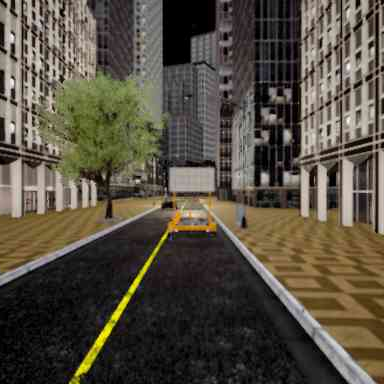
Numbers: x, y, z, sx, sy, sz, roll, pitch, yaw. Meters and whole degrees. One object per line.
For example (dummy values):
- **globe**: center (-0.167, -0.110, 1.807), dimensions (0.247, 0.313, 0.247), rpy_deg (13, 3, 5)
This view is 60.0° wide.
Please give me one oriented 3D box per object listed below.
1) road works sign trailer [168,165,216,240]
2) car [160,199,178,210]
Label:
- **road works sign trailer**: center (0.007, 0.441, 16.966), dimensions (2.380, 3.560, 2.880), rpy_deg (0, 0, 0)
- **car**: center (-2.820, 1.528, 41.936), dimensions (1.994, 1.385, 4.181), rpy_deg (0, 0, 0)
